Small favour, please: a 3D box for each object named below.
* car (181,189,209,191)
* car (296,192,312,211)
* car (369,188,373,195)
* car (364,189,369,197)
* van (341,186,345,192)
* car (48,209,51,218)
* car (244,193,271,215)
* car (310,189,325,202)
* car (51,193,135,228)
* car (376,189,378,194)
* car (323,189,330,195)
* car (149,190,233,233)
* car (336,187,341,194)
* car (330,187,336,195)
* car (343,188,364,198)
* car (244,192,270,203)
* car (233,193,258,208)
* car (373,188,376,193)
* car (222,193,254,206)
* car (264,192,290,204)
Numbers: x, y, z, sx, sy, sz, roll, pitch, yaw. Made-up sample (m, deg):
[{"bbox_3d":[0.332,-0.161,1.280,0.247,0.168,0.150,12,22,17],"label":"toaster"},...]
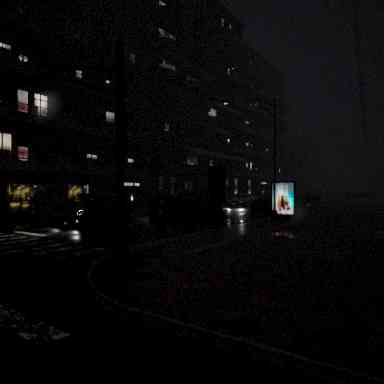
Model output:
[{"bbox_3d":[-0.010,0.761,28.010,2.150,2.045,5.566,0,1,36],"label":"car"},{"bbox_3d":[9.419,0.964,31.357,1.947,1.339,4.313,1,2,35],"label":"car"},{"bbox_3d":[34.902,0.095,67.688,1.887,1.381,4.507,1,2,35],"label":"car"},{"bbox_3d":[31.717,0.097,63.143,1.967,1.590,4.097,1,2,35],"label":"car"},{"bbox_3d":[37.553,-0.447,86.054,1.690,1.788,3.998,2,2,35],"label":"van"},{"bbox_3d":[-7.030,1.009,22.487,2.192,1.841,5.009,1,2,35],"label":"car"},{"bbox_3d":[6.234,1.068,26.815,1.947,1.339,4.313,1,2,35],"label":"car"},{"bbox_3d":[16.337,0.694,45.754,1.895,1.301,4.718,0,1,35],"label":"car"},{"bbox_3d":[-5.640,1.074,19.992,2.097,1.767,4.553,0,1,35],"label":"car"},{"bbox_3d":[44.457,-0.221,81.312,2.008,1.369,4.403,1,2,35],"label":"car"},{"bbox_3d":[27.998,-0.026,72.435,1.967,1.590,4.097,2,2,35],"label":"car"},{"bbox_3d":[-0.135,1.025,17.726,2.192,1.841,5.009,1,2,35],"label":"car"},{"bbox_3d":[34.368,-0.240,81.517,1.967,1.590,4.097,2,2,35],"label":"car"},{"bbox_3d":[31.183,-0.028,76.979,1.887,1.381,4.507,2,2,35],"label":"car"},{"bbox_3d":[28.532,0.308,58.605,1.887,1.381,4.507,1,2,35],"label":"car"},{"bbox_3d":[8.890,0.753,45.196,1.802,1.307,4.206,2,2,35],"label":"car"},{"bbox_3d":[5.639,0.880,36.052,1.812,1.442,4.674,0,1,35],"label":"car"},{"bbox_3d":[38.087,-0.012,72.230,1.887,1.381,4.507,1,2,35],"label":"car"},{"bbox_3d":[5.706,0.828,40.656,2.008,1.369,4.403,2,2,35],"label":"car"},{"bbox_3d":[11.369,0.730,44.169,1.994,1.385,4.181,0,1,36],"label":"car"}]
